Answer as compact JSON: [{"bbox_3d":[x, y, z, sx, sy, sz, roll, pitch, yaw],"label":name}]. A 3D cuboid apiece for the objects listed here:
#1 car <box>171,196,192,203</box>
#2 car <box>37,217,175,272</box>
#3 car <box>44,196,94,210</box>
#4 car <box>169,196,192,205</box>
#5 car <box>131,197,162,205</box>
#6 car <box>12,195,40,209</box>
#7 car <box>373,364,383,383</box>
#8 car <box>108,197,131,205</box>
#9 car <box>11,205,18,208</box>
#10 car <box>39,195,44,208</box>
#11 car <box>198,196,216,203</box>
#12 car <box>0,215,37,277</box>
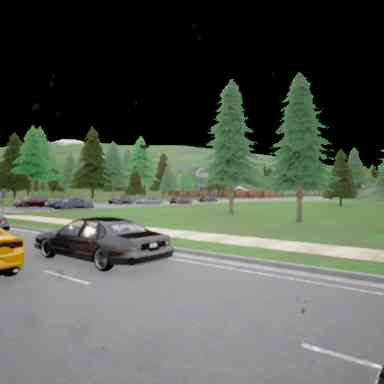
[{"bbox_3d":[-2.068,1.446,67.015,1.994,1.385,4.181,0,0,39],"label":"car"},{"bbox_3d":[-3.044,1.524,10.809,5.357,1.411,2.033,0,0,38],"label":"car"},{"bbox_3d":[-14.523,1.453,40.281,2.033,1.411,5.357,0,0,39],"label":"car"},{"bbox_3d":[-1.940,1.468,56.045,1.994,1.385,4.181,0,0,39],"label":"car"},{"bbox_3d":[-7.283,1.497,54.964,1.895,1.301,4.718,0,0,39],"label":"car"},{"bbox_3d":[-20.967,1.240,43.426,2.097,1.767,4.553,0,0,39],"label":"car"},{"bbox_3d":[3.465,1.496,1.319,4.902,1.511,2.128,0,0,38],"label":"car"},{"bbox_3d":[-11.829,1.451,54.876,1.994,1.385,4.181,0,0,39],"label":"car"},{"bbox_3d":[-11.421,1.497,17.281,5.357,1.411,2.033,0,0,38],"label":"car"},{"bbox_3d":[-16.618,1.388,43.268,2.128,1.511,4.902,0,0,39],"label":"car"},{"bbox_3d":[3.156,1.468,67.918,1.994,1.385,4.181,0,0,39],"label":"car"},{"bbox_3d":[-6.457,1.450,9.037,5.008,1.535,1.882,0,0,38],"label":"car"}]
